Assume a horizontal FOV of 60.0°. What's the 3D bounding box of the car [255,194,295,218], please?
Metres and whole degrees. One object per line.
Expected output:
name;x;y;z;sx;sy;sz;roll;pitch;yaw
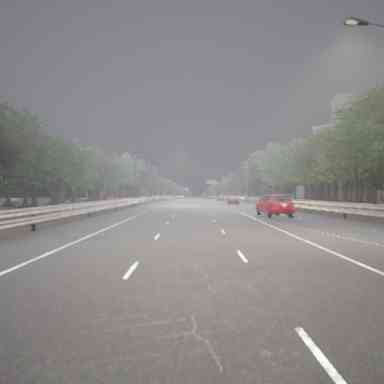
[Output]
car;7.398;1.229;30.054;2.150;2.045;5.566;0;0;-4

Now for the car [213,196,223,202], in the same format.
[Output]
car;7.104;1.649;82.156;2.128;1.511;4.902;0;-1;0

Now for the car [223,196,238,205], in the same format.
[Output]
car;7.023;1.543;58.521;1.812;1.442;4.674;0;0;0
